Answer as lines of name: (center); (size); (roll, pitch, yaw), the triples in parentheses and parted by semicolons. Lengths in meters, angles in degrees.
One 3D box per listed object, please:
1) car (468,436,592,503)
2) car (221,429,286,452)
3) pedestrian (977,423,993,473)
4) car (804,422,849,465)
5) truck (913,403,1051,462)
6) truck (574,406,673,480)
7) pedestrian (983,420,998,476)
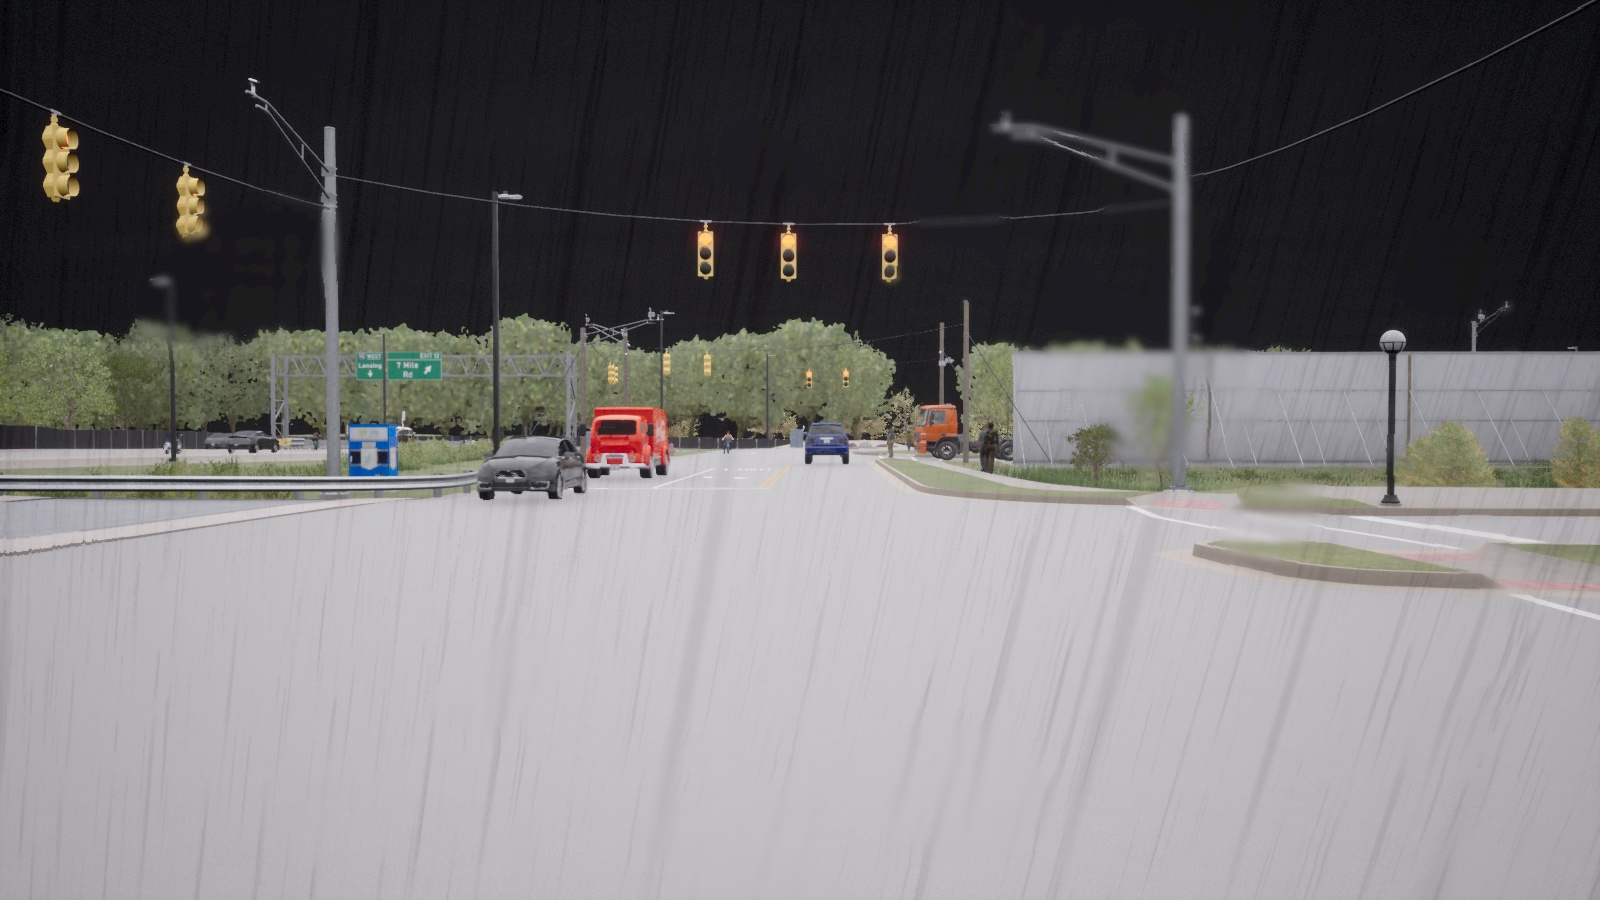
car: (-6.459, 0.403, 30.570); (1.837, 1.490, 4.892); (0, 1, 1)
car: (-36.453, -0.624, 83.846); (2.128, 1.511, 4.902); (0, 0, 1)
pedestrian: (6.950, -0.075, 47.202); (0.540, 1.848, 0.694); (0, 2, 2)
car: (1.361, -0.350, 62.966); (2.150, 2.045, 5.566); (0, 1, 2)
truck: (11.123, -1.089, 77.374); (7.936, 3.462, 2.891); (1, 2, -4)
truck: (-6.110, -0.281, 44.276); (2.627, 2.467, 5.204); (0, 1, 1)
pedestrian: (6.679, -0.070, 44.131); (0.395, 1.930, 0.692); (0, 2, -1)
